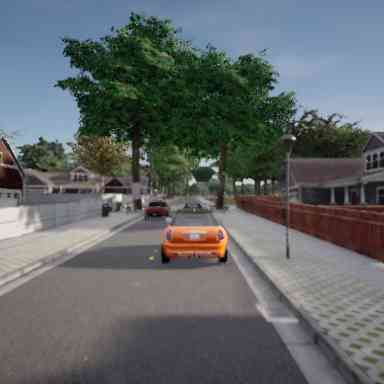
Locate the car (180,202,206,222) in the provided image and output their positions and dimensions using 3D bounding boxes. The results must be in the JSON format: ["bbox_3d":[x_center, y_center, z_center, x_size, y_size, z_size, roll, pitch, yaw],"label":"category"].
[{"bbox_3d":[0.078,1.552,27.024,1.994,1.385,4.181,0,0,0],"label":"car"}]

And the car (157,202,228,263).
[{"bbox_3d":[0.082,1.353,12.124,2.097,1.767,4.553,0,0,0],"label":"car"}]

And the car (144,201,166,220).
[{"bbox_3d":[-2.841,1.465,27.978,1.882,1.535,5.008,0,0,0],"label":"car"}]
